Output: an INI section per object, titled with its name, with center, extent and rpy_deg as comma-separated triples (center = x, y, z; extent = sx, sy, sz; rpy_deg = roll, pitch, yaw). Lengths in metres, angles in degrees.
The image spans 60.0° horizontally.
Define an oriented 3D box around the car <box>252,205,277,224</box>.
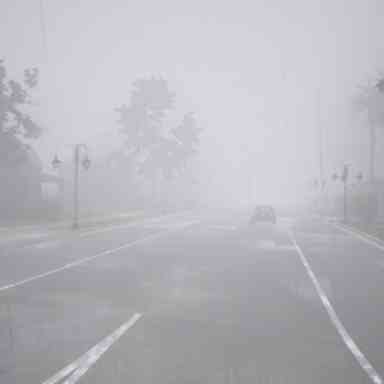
[car]
center = 5.838, 1.781, 26.967
extent = 2.033, 1.411, 5.357
rpy_deg = 1, 0, 13
